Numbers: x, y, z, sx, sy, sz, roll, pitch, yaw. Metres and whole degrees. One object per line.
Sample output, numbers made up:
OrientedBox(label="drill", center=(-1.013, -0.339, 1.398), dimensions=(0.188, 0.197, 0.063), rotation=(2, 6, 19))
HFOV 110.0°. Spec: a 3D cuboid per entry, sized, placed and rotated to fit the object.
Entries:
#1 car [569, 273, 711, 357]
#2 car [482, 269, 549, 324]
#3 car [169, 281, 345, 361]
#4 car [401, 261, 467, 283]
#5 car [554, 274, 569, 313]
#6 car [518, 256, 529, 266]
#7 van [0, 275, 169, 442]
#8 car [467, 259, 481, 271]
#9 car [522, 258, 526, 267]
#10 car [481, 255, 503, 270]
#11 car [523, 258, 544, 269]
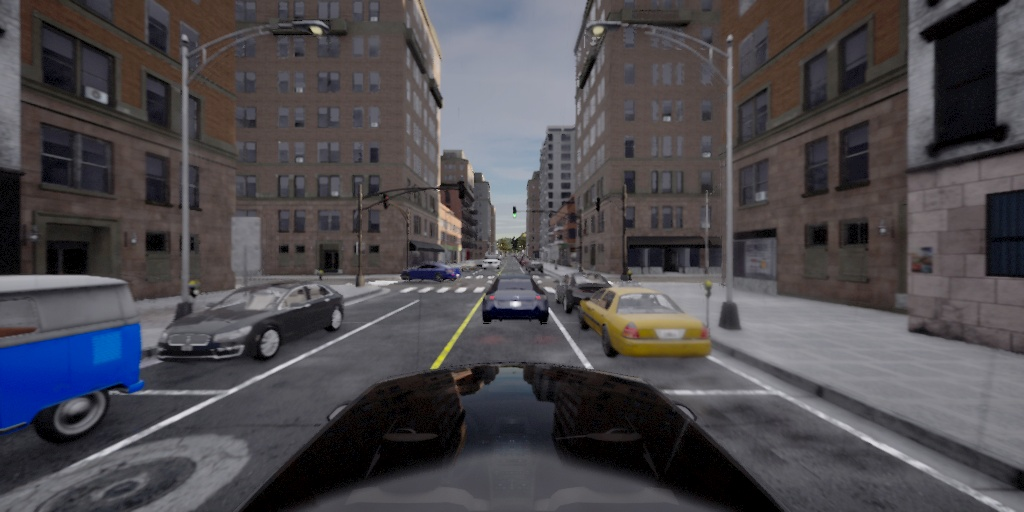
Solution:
OrientedBox(label="car", center=(2.643, 1.262, 8.304), dimensions=(1.751, 1.417, 4.829), rotation=(0, 0, 0))
OrientedBox(label="car", center=(0.096, 1.293, 11.910), dimensions=(1.994, 1.385, 4.181), rotation=(0, 0, 0))
OrientedBox(label="car", center=(-5.391, 1.287, 8.130), dimensions=(2.007, 1.370, 4.403), rotation=(0, 0, 0))
OrientedBox(label="car", center=(-6.083, 1.246, 26.922), dimensions=(4.674, 1.442, 1.812), rotation=(0, -1, 22))
OrientedBox(label="car", center=(2.636, 1.277, 13.540), dimensions=(2.007, 1.370, 4.403), rotation=(0, 0, 0))
OrientedBox(label="car", center=(2.616, 1.060, 63.143), dimensions=(1.967, 1.591, 4.097), rotation=(0, 0, 0))
OrientedBox(label="van", center=(-5.391, 1.088, 2.724), dimensions=(1.690, 1.789, 3.998), rotation=(0, 0, 0))
OrientedBox(label="car", center=(-5.403, 1.183, 45.924), dimensions=(1.751, 1.417, 4.829), rotation=(0, 0, 0))
OrientedBox(label="car", center=(2.622, 1.241, 46.098), dimensions=(1.802, 1.307, 4.207), rotation=(0, 0, 0))
OrientedBox(label="car", center=(-2.828, 0.871, 50.107), dimensions=(2.150, 2.045, 5.566), rotation=(0, 0, 1))
OrientedBox(label="car", center=(2.624, 1.222, 40.416), dimensions=(2.007, 1.370, 4.403), rotation=(0, 0, 0))
